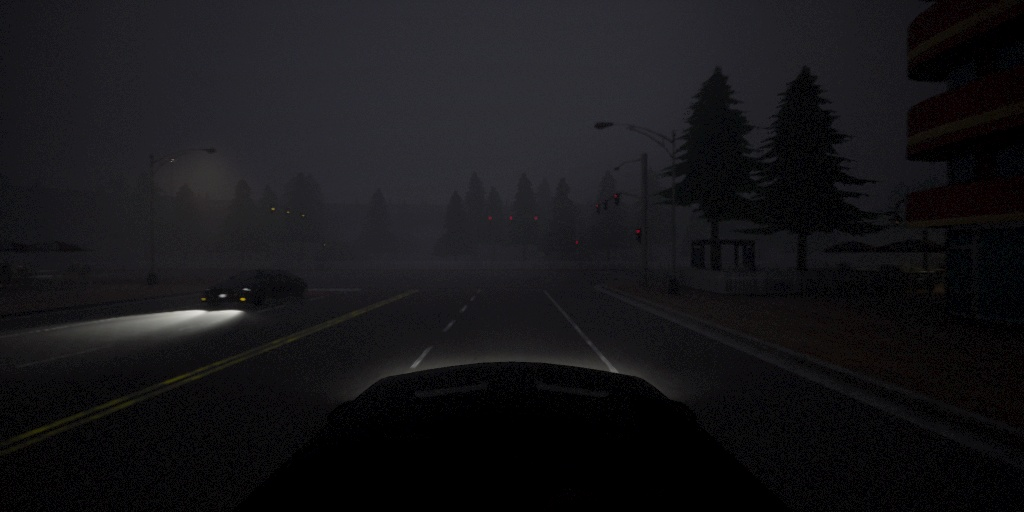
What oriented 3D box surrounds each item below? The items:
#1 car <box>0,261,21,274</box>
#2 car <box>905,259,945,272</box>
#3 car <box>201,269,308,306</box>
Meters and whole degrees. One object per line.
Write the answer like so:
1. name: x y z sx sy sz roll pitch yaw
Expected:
1. car: -44.883 0.854 30.219 4.553 1.767 2.097 0 1 -12
2. car: 39.093 0.989 33.629 4.892 1.490 1.837 1 0 12
3. car: -10.499 1.240 15.002 1.994 1.385 4.181 0 0 0
